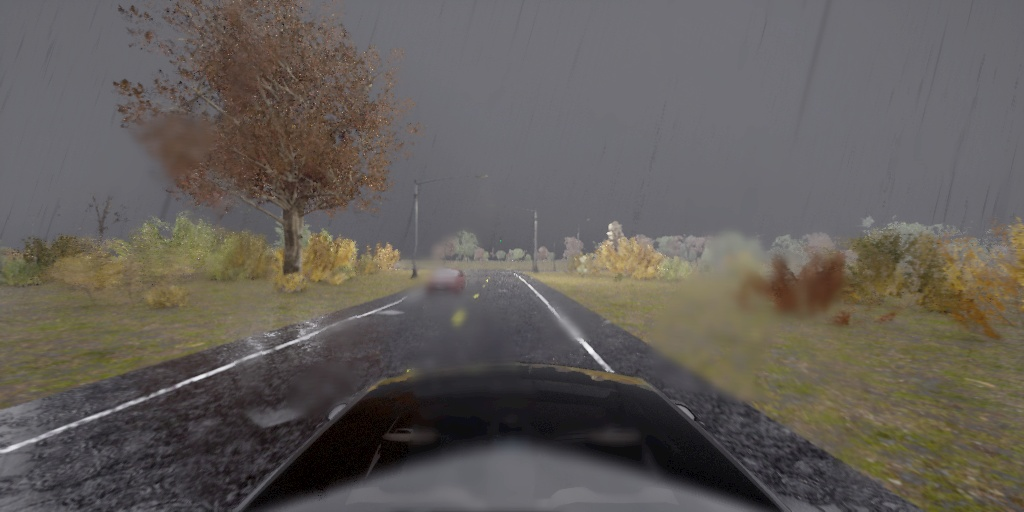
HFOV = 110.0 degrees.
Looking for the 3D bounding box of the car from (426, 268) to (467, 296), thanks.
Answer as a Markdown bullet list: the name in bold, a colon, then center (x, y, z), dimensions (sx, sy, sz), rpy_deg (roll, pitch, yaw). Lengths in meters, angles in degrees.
- **car**: center (-3.860, 1.467, 21.687), dimensions (1.882, 1.535, 5.008), rpy_deg (0, -1, -1)
